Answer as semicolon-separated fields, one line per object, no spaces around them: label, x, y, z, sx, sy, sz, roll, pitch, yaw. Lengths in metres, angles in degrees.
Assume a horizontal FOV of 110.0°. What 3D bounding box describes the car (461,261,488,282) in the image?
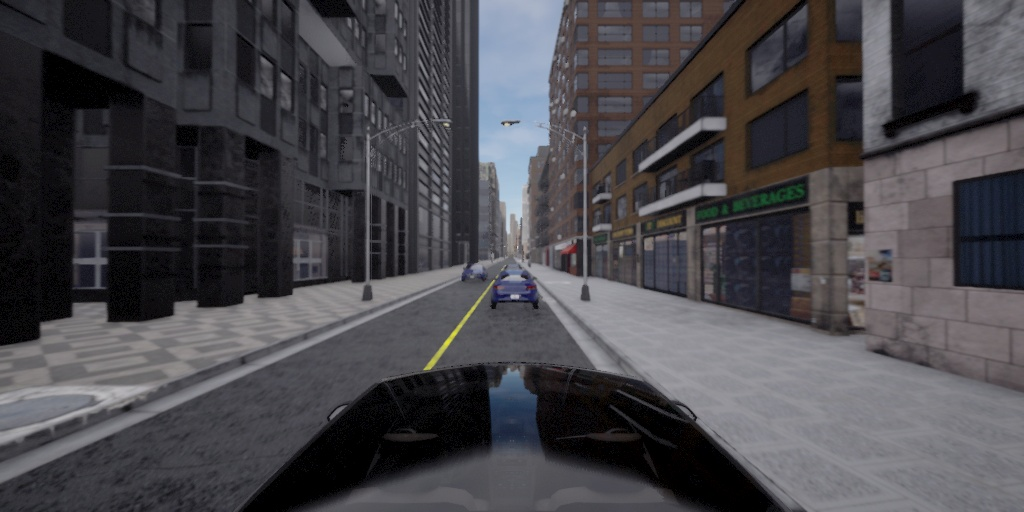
car;-3.019;1.346;29.678;1.812;1.442;4.674;0;0;1

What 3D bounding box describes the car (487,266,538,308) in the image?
car;0.106;1.310;15.275;1.812;1.442;4.674;0;0;0

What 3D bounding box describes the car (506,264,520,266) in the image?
car;0.113;1.395;33.761;1.994;1.385;4.181;0;0;0
